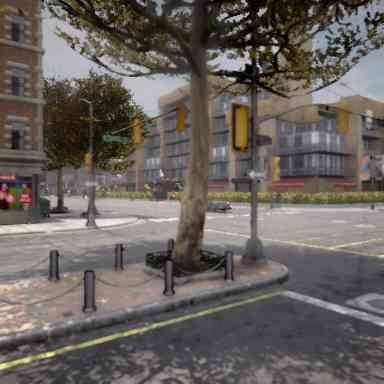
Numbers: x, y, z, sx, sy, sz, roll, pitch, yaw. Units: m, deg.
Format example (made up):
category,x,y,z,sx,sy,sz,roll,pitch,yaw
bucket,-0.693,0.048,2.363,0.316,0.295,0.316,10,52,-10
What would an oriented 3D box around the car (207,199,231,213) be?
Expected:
category,x,y,z,sx,sy,sz,roll,pitch,yaw
car,2.174,1.558,38.141,2.033,1.411,5.357,0,0,-36
